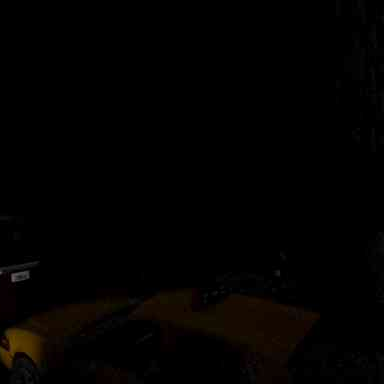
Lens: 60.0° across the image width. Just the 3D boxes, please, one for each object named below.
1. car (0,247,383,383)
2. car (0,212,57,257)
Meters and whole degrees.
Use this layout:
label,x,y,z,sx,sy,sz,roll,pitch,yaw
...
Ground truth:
label,x,y,z,sx,sy,sz,roll,pitch,yaw
car,-0.038,1.525,3.100,4.829,1.417,1.752,0,1,36
car,-4.445,1.313,6.247,5.009,1.841,2.192,0,1,36
